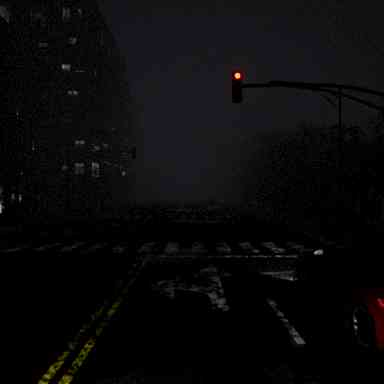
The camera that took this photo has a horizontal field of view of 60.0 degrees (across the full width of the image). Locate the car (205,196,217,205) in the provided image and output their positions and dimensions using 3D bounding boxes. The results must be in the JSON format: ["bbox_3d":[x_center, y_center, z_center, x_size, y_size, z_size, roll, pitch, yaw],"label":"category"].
[{"bbox_3d":[3.306,1.507,57.413,2.128,1.511,4.902,0,0,0],"label":"car"}]

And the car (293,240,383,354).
[{"bbox_3d":[3.345,1.564,6.128,1.994,1.385,4.181,0,0,0],"label":"car"}]
